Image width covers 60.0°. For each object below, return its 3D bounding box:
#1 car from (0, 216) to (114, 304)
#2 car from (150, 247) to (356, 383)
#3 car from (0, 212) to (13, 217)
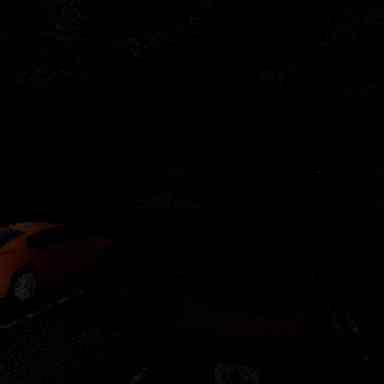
[{"bbox_3d":[-3.799,1.485,8.293,2.097,1.535,5.008,0,-1,17],"label":"car"},{"bbox_3d":[0.996,1.517,4.836,2.163,1.488,4.792,0,-1,16],"label":"car"},{"bbox_3d":[-6.183,1.358,10.041,2.185,1.767,4.553,0,-1,17],"label":"car"}]
